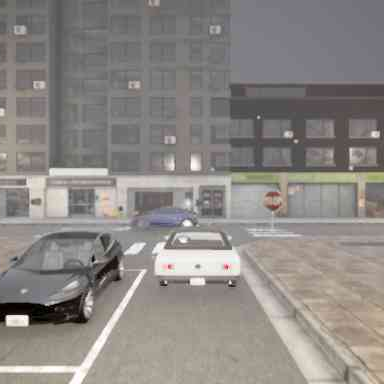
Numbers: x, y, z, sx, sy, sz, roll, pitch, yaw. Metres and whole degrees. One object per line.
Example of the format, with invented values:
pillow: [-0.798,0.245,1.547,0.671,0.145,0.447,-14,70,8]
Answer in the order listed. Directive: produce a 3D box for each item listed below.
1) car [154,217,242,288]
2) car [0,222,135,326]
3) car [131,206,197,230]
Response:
car: [0.172,1.614,9.277,1.895,1.301,4.718,0,0,1]
car: [-2.641,1.576,7.205,1.947,1.339,4.313,0,0,0]
car: [-1.685,1.587,20.755,4.181,1.385,1.994,0,0,0]
